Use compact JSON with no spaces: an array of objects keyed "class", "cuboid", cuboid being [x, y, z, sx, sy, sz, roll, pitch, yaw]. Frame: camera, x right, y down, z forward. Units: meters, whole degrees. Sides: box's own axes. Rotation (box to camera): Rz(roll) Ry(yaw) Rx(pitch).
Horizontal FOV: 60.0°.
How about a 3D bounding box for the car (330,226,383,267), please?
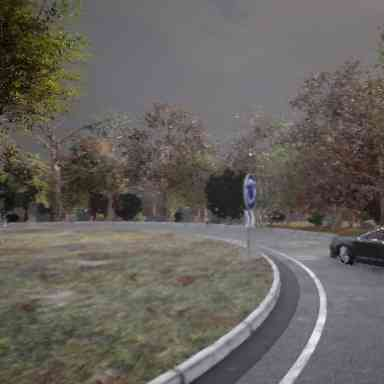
[{"class":"car","cuboid":[6.638,1.702,10.361,1.837,1.490,4.892,-4,0,-27]}]
